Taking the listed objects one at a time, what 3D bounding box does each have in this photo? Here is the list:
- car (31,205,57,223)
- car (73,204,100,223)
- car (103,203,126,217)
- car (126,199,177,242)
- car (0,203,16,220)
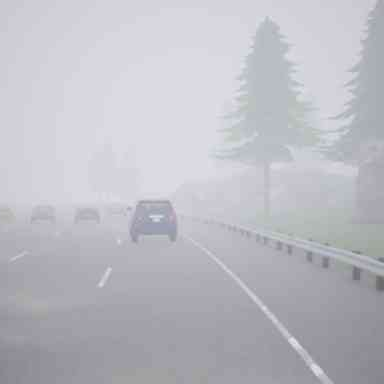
[{"bbox_3d":[-12.725,1.808,28.583,2.033,1.411,5.357,0,-1,-21],"label":"car"},{"bbox_3d":[-8.985,1.728,28.317,1.882,1.535,5.008,0,-1,-20],"label":"car"},{"bbox_3d":[-8.377,1.859,36.028,2.033,1.411,5.357,0,0,-25],"label":"car"},{"bbox_3d":[-2.172,1.370,17.516,2.150,2.045,5.566,0,0,-12],"label":"car"},{"bbox_3d":[-17.486,1.766,30.724,1.882,1.535,5.008,0,-1,-24],"label":"car"}]
